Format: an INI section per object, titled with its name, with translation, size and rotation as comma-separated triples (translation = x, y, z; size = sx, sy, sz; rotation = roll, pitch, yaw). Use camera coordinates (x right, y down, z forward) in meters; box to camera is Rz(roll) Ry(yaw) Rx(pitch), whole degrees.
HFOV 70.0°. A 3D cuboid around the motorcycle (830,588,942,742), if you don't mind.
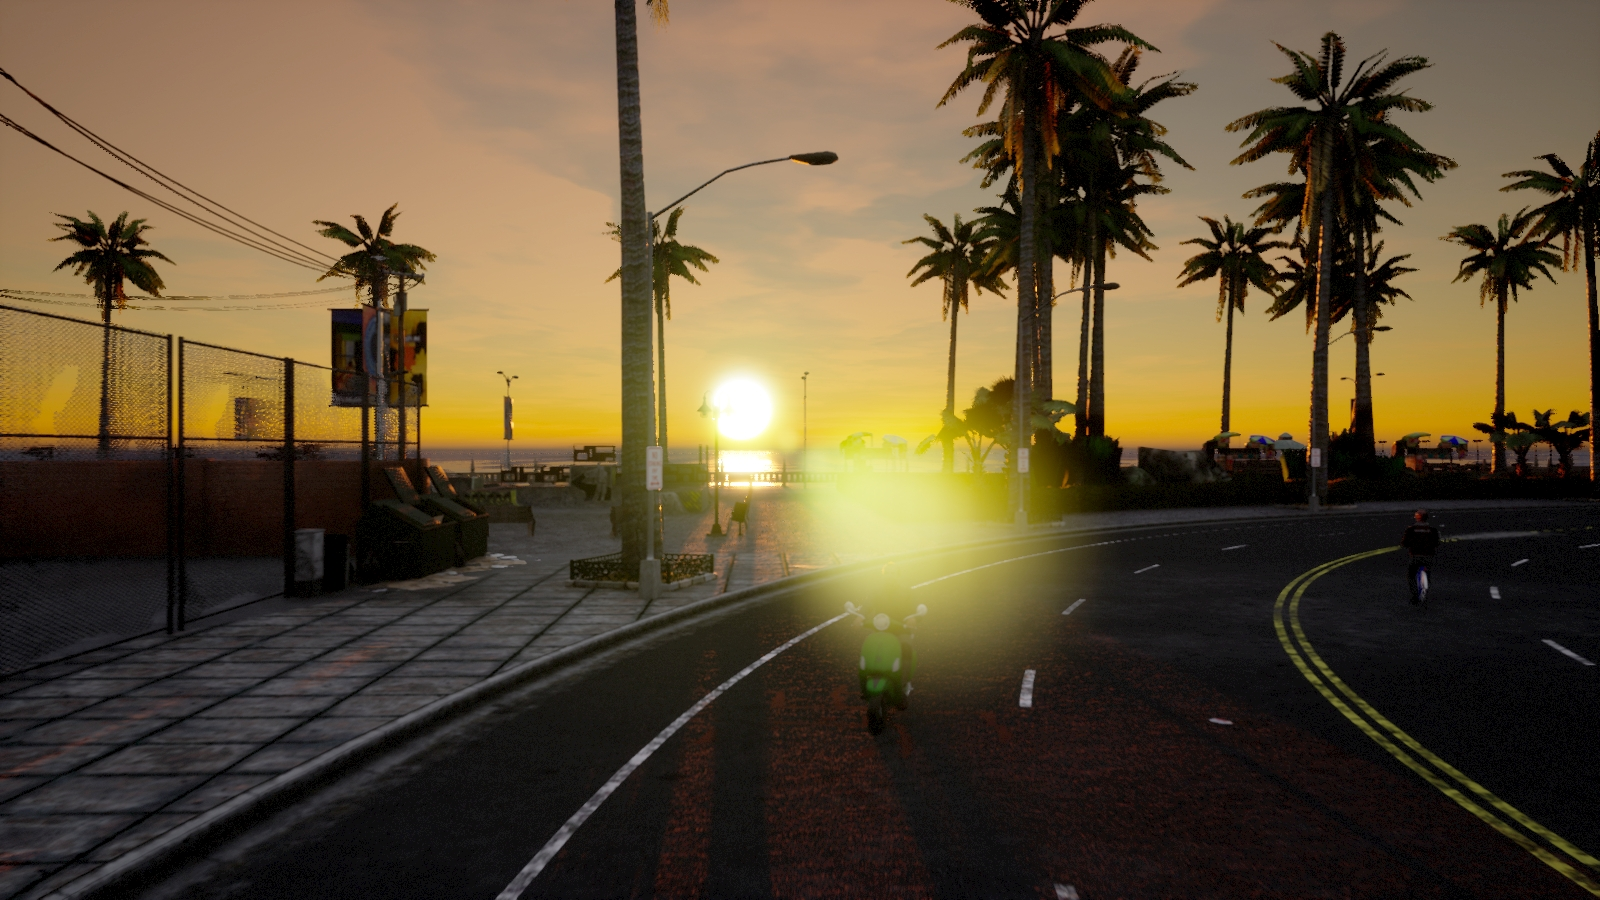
[motorcycle]
translation = 0.937, 2.184, 11.945
size = 0.856, 1.236, 1.805
rotation = 0, 0, 15
